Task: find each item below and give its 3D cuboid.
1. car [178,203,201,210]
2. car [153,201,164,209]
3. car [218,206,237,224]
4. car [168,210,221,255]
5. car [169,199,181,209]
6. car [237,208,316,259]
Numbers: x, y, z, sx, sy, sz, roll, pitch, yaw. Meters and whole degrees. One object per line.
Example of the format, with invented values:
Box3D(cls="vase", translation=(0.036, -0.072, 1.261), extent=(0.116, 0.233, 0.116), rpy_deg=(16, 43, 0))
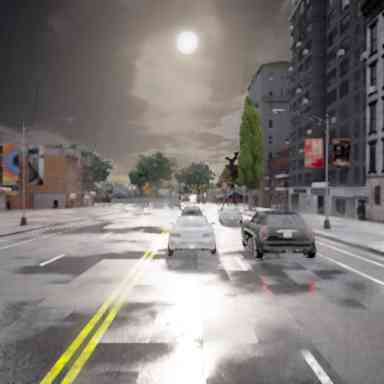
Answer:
Box3D(cls="car", translation=(0.003, 1.909, 28.525), extent=(1.837, 1.490, 4.892), rpy_deg=(0, 0, 0))
Box3D(cls="car", translation=(-6.561, 2.638, 65.279), extent=(1.837, 1.490, 4.892), rpy_deg=(0, -1, 0))
Box3D(cls="car", translation=(3.256, 1.935, 28.932), extent=(1.812, 1.442, 4.674), rpy_deg=(0, -1, 0))
Box3D(cls="car", translation=(0.016, 1.688, 13.909), extent=(1.812, 1.442, 4.674), rpy_deg=(0, -1, 0))
Box3D(cls="car", translation=(-3.307, 2.356, 65.245), extent=(2.150, 2.045, 5.566), rpy_deg=(0, -1, 0))
Box3D(cls="car", translation=(3.262, 1.507, 13.409), extent=(2.097, 1.767, 4.553), rpy_deg=(0, -1, 0))
